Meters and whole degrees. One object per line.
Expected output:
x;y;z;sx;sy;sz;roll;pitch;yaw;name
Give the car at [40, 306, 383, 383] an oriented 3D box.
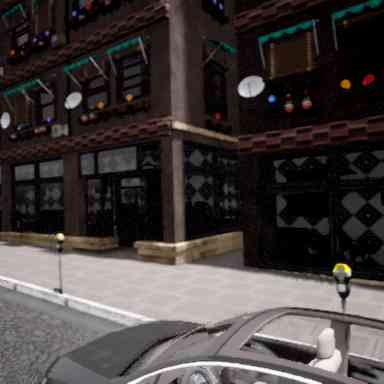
0.647;1.557;2.283;4.403;1.369;2.008;-1;-2;35;car
